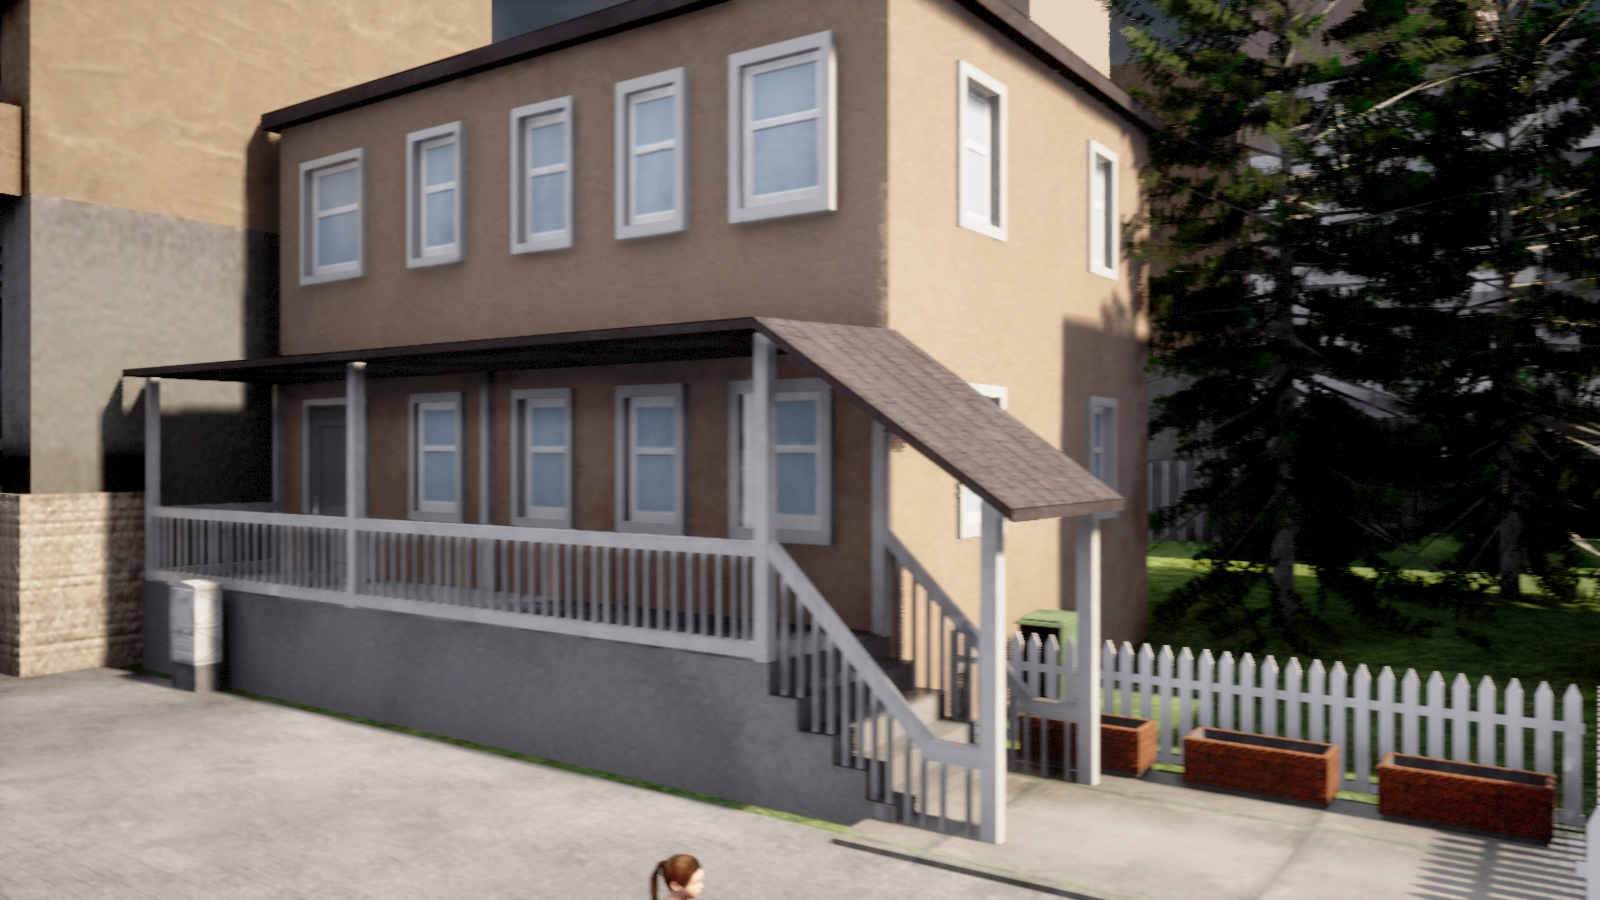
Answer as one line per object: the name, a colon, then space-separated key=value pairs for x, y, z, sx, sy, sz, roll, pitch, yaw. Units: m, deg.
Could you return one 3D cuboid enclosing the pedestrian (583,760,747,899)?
pedestrian: x=-0.543 y=1.905 z=4.679 sx=0.500 sy=1.100 sz=0.500 roll=0 pitch=0 yaw=19
